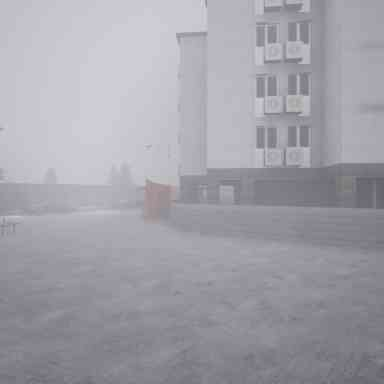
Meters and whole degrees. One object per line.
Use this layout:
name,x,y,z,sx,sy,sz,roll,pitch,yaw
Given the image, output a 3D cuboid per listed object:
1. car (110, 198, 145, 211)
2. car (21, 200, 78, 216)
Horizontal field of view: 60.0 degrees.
car,-8.054,1.478,41.861,1.882,1.535,5.008,0,0,36
car,-14.135,1.547,33.379,2.033,1.411,5.357,0,0,36
